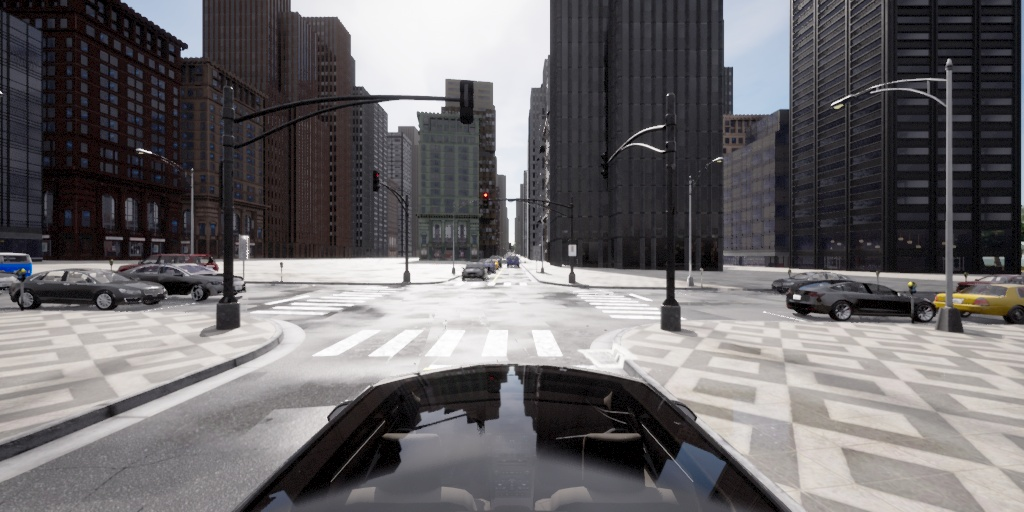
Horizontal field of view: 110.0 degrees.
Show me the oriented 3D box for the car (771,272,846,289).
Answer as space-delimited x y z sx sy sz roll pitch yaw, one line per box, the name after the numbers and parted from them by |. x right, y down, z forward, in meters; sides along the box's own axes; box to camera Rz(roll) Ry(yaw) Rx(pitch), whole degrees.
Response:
17.812 1.588 21.175 4.403 1.370 2.007 0 0 0 | car

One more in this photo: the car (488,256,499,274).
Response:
-3.029 1.095 42.087 2.097 1.767 4.553 0 0 0 | car

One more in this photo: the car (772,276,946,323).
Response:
12.145 1.522 12.660 4.313 1.339 1.948 0 0 0 | car

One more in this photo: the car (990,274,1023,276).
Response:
29.098 1.763 21.154 4.507 1.381 1.888 0 0 0 | car

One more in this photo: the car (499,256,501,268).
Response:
-3.007 1.220 52.459 1.882 1.535 5.008 0 0 0 | car

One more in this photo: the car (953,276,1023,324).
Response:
17.957 1.569 12.649 4.829 1.417 1.751 0 0 0 | car

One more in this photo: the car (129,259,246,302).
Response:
-14.134 1.063 15.359 4.902 1.511 2.128 1 0 1 | car

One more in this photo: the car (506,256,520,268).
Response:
0.199 0.964 62.675 2.150 2.045 5.566 0 0 0 | car

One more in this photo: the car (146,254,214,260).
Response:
-20.195 0.797 21.150 5.009 1.841 2.192 0 0 0 | car

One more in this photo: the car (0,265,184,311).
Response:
-14.763 1.115 12.614 4.403 1.370 2.007 0 0 0 | car

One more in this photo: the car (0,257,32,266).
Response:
-24.127 0.925 15.389 4.902 1.511 2.128 1 0 0 | car

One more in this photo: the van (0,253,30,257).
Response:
-31.114 0.677 21.170 3.998 1.789 1.690 0 0 0 | van

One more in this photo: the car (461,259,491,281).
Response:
-3.054 1.251 29.802 1.837 1.490 4.892 0 0 0 | car
